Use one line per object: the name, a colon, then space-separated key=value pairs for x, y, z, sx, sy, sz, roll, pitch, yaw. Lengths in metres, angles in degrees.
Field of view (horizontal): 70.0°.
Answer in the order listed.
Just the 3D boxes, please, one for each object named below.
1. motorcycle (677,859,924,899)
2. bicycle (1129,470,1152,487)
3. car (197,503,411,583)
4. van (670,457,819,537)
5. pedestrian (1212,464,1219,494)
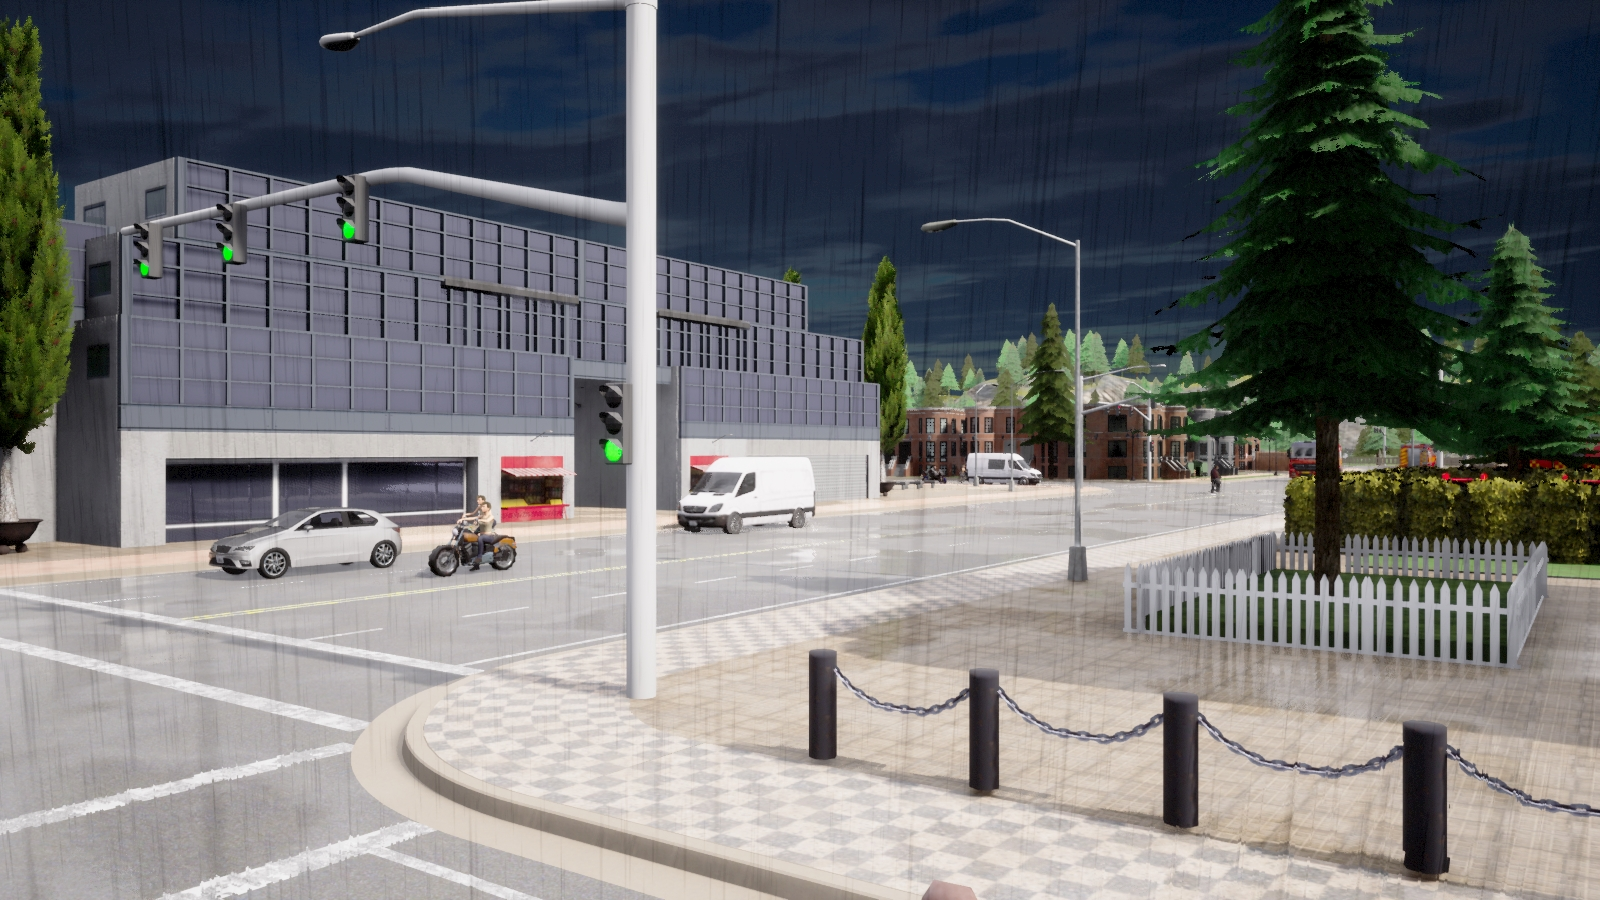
motorcycle: x=0.509 y=2.205 z=3.428 sx=2.209 sy=1.251 sz=0.867 roll=0 pitch=0 yaw=35
bicycle: x=26.080 y=2.158 z=87.546 sx=0.859 sy=1.276 sz=1.487 roll=-1 pitch=0 yaw=-44
car: x=-11.323 y=2.066 z=26.349 sx=1.816 sy=1.474 sz=4.193 roll=0 pitch=0 yaw=35
van: x=-1.819 y=1.534 z=39.834 sx=1.988 sy=2.561 sz=5.915 roll=0 pitch=0 yaw=35
pedestrian: x=26.320 y=1.848 z=72.370 sx=0.375 sy=1.860 sz=0.375 roll=0 pitch=0 yaw=31
